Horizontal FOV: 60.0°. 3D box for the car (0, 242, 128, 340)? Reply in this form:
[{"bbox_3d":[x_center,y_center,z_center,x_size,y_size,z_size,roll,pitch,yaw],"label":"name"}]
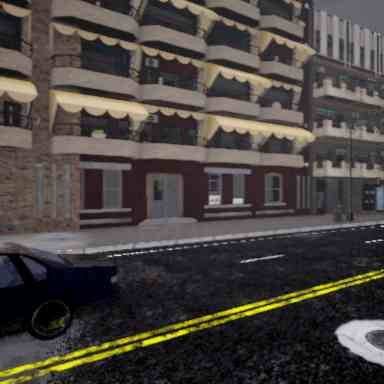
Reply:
[{"bbox_3d":[-3.717,1.530,4.975,5.357,1.411,2.033,0,0,-35],"label":"car"}]
